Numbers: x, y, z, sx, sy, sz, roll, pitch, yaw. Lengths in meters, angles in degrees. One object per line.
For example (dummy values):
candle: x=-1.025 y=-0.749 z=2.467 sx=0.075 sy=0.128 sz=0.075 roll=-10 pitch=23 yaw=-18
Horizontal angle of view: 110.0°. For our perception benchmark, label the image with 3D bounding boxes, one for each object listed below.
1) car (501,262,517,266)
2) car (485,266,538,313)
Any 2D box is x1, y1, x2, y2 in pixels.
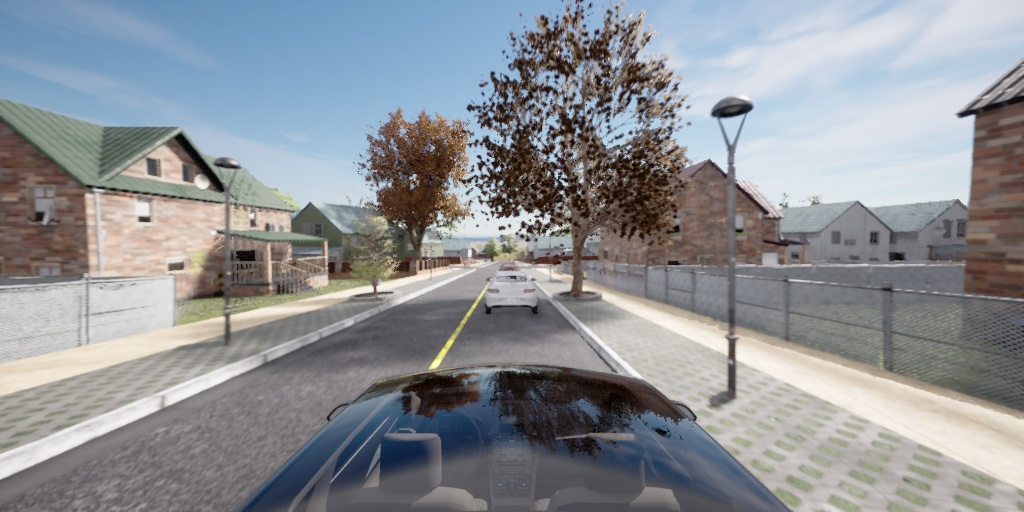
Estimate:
car: x=-0.280 y=1.306 z=33.633 sx=1.812 sy=1.442 sz=4.674 roll=0 pitch=0 yaw=-1
car: x=-0.036 y=1.278 z=13.829 sx=1.812 sy=1.442 sz=4.674 roll=0 pitch=0 yaw=-1
